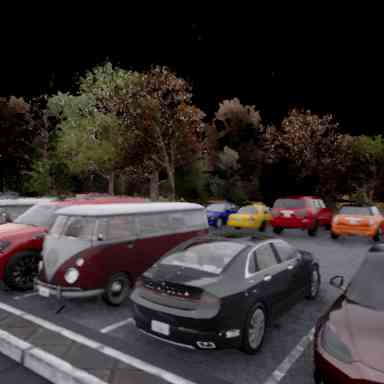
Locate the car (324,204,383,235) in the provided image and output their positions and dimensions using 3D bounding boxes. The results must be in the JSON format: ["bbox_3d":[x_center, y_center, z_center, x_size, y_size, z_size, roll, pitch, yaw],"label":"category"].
[{"bbox_3d":[8.604,1.387,16.942,2.185,1.767,4.553,0,0,36],"label":"car"}]

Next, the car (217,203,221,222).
[{"bbox_3d":[1.841,1.453,21.847,2.097,1.535,5.008,1,0,36],"label":"car"}]

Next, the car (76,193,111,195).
[{"bbox_3d":[-9.485,1.098,29.944,2.435,2.045,5.566,1,0,36],"label":"car"}]

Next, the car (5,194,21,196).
[{"bbox_3d":[-16.259,1.281,34.840,2.097,1.535,5.008,1,0,36],"label":"car"}]

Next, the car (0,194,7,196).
[{"bbox_3d":[-18.516,1.298,36.471,2.002,1.452,4.674,1,0,36],"label":"car"}]

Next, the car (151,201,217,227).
[{"bbox_3d":[-0.443,1.463,23.444,2.163,1.488,4.792,1,0,36],"label":"car"}]

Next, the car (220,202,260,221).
[{"bbox_3d":[4.106,1.469,20.441,1.946,1.575,5.366,1,0,36],"label":"car"}]

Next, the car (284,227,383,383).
[{"bbox_3d":[3.235,1.561,4.695,2.163,1.488,4.792,0,0,36],"label":"car"}]

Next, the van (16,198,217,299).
[{"bbox_3d":[-1.435,1.265,7.944,1.878,1.987,4.442,0,0,36],"label":"van"}]

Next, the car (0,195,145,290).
[{"bbox_3d":[-3.543,1.221,9.567,2.435,2.045,5.566,0,0,36],"label":"car"}]

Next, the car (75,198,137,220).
[{"bbox_3d":[-7.206,1.372,28.349,2.231,1.521,4.892,1,0,36],"label":"car"}]

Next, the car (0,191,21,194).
[{"bbox_3d":[-20.796,1.108,38.068,2.185,1.767,4.553,1,0,36],"label":"car"}]

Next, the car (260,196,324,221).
[{"bbox_3d":[6.277,1.241,18.687,2.435,2.045,5.566,1,0,36],"label":"car"}]

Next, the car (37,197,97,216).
[{"bbox_3d":[-11.730,1.327,31.598,2.097,1.535,5.008,1,0,36],"label":"car"}]

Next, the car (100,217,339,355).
[{"bbox_3d":[0.988,1.513,6.338,2.231,1.521,4.892,0,0,36],"label":"car"}]
